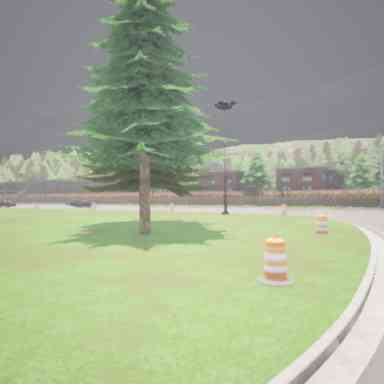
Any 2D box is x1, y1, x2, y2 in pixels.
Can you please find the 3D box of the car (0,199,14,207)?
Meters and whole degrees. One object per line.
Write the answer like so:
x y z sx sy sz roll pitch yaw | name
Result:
-39.454 2.219 68.290 4.553 1.767 2.097 -1 -1 32 | car

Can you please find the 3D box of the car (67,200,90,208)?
-20.780 2.158 61.001 4.892 1.490 1.837 -1 -1 32 | car
